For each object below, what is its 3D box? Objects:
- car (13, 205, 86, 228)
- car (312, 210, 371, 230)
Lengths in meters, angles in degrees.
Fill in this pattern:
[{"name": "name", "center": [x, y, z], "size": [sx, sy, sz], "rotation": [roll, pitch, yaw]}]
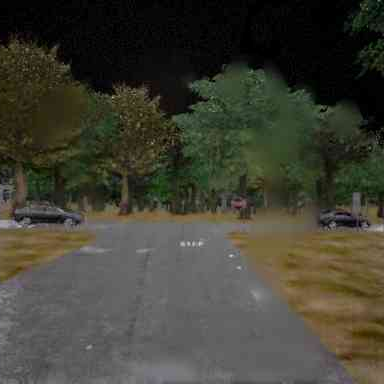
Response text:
[{"name": "car", "center": [-10.353, 1.713, 24.377], "size": [4.892, 1.490, 1.837], "rotation": [2, 0, -7]}, {"name": "car", "center": [12.531, 2.289, 27.919], "size": [4.892, 1.490, 1.837], "rotation": [2, 0, -11]}]
